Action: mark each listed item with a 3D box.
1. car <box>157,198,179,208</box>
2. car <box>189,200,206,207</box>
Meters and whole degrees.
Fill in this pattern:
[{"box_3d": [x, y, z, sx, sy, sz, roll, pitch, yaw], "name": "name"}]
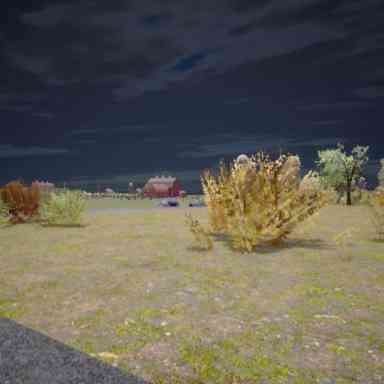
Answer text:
[{"box_3d": [-4.306, 1.887, 59.914, 2.097, 1.767, 4.553, -1, -1, 36], "name": "car"}, {"box_3d": [1.316, 2.093, 61.541, 1.994, 1.385, 4.181, -1, -1, 36], "name": "car"}]
